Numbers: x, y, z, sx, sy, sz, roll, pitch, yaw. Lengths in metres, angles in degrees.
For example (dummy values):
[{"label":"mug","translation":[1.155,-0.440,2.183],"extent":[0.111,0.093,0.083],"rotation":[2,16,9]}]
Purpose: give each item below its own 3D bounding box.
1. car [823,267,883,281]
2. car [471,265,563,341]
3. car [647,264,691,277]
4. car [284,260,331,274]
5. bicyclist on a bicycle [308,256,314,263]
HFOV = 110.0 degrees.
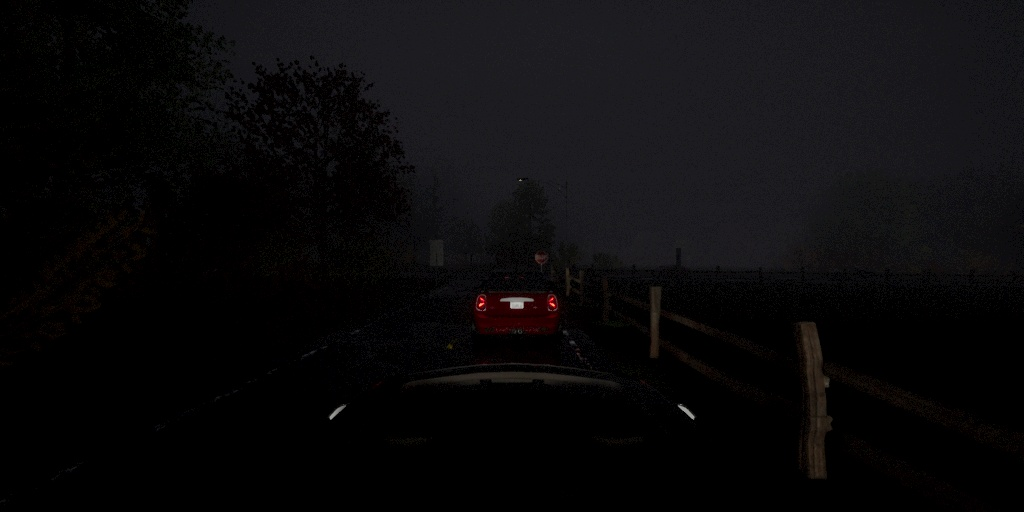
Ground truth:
[{"label":"car","translation":[35.179,1.834,37.107],"extent":[4.718,1.301,1.895],"rotation":[1,1,0]},{"label":"car","translation":[0.111,1.099,9.984],"extent":[2.097,1.767,4.553],"rotation":[0,0,0]},{"label":"car","translation":[16.235,1.525,37.168],"extent":[4.181,1.385,1.994],"rotation":[1,1,0]},{"label":"car","translation":[-19.437,1.070,34.219],"extent":[4.181,1.385,1.994],"rotation":[1,1,0]},{"label":"bicyclist on a bicycle","translation":[-22.609,0.843,40.191],"extent":[0.582,1.620,1.656],"rotation":[1,0,0]}]
